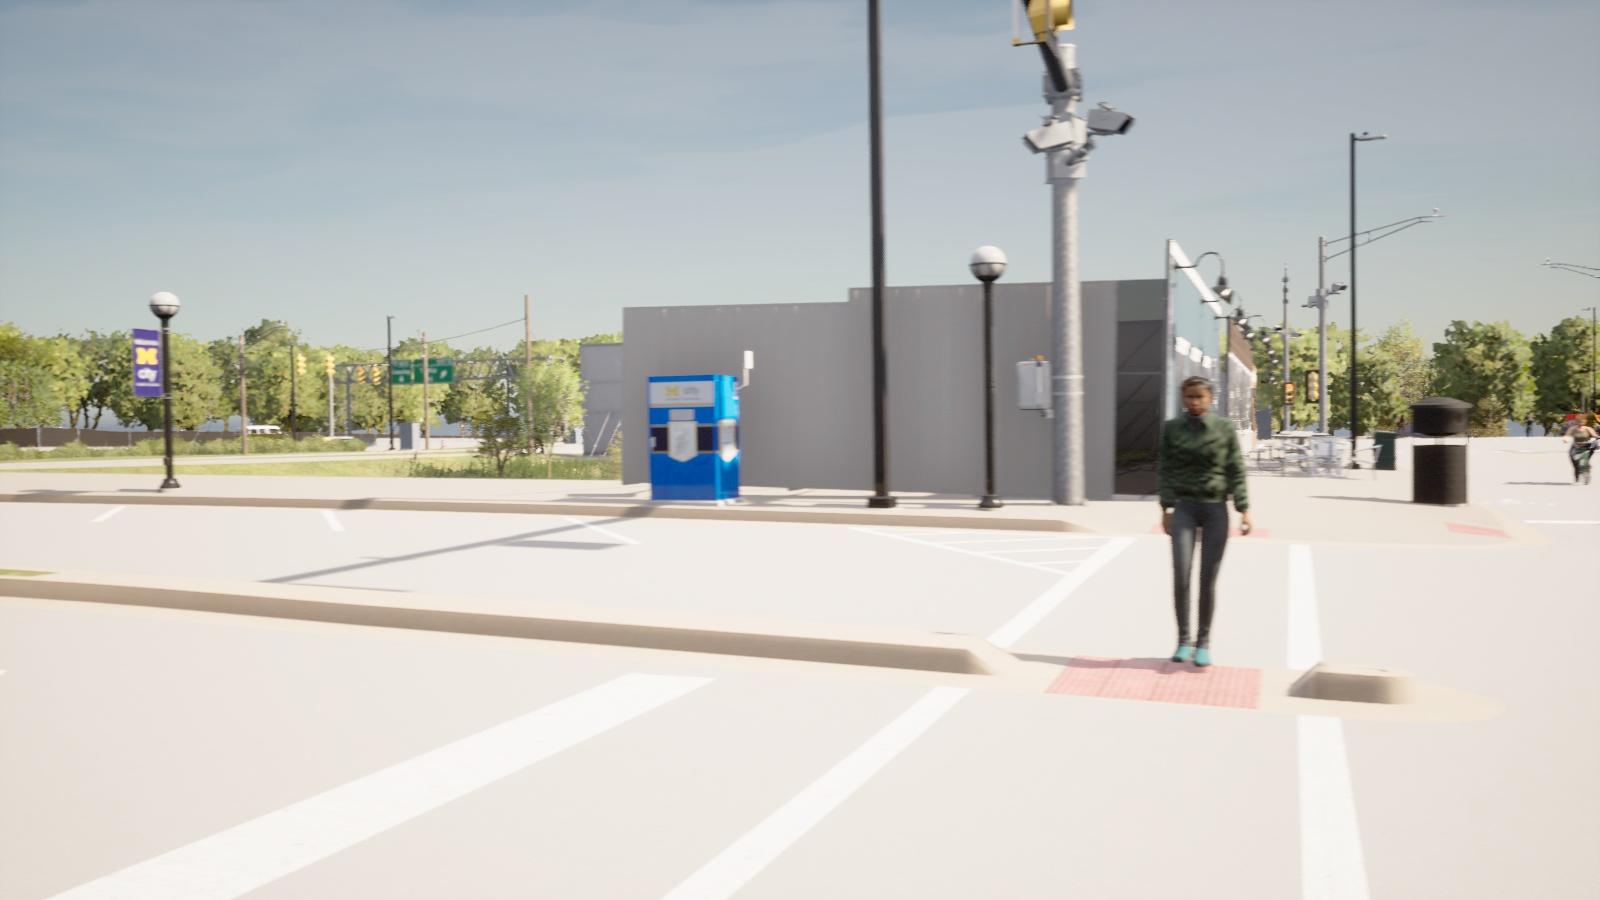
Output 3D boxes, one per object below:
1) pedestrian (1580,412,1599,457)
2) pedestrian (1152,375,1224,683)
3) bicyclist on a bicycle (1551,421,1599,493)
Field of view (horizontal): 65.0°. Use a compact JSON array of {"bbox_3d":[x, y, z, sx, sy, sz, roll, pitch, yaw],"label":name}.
[{"bbox_3d":[32.284,-0.636,51.211,0.709,1.840,0.431,0,2,9],"label":"pedestrian"},{"bbox_3d":[2.438,0.467,7.873,0.353,1.847,0.614,0,2,24],"label":"pedestrian"},{"bbox_3d":[17.966,0.135,28.957,0.866,1.612,1.509,0,1,21],"label":"bicyclist on a bicycle"}]
